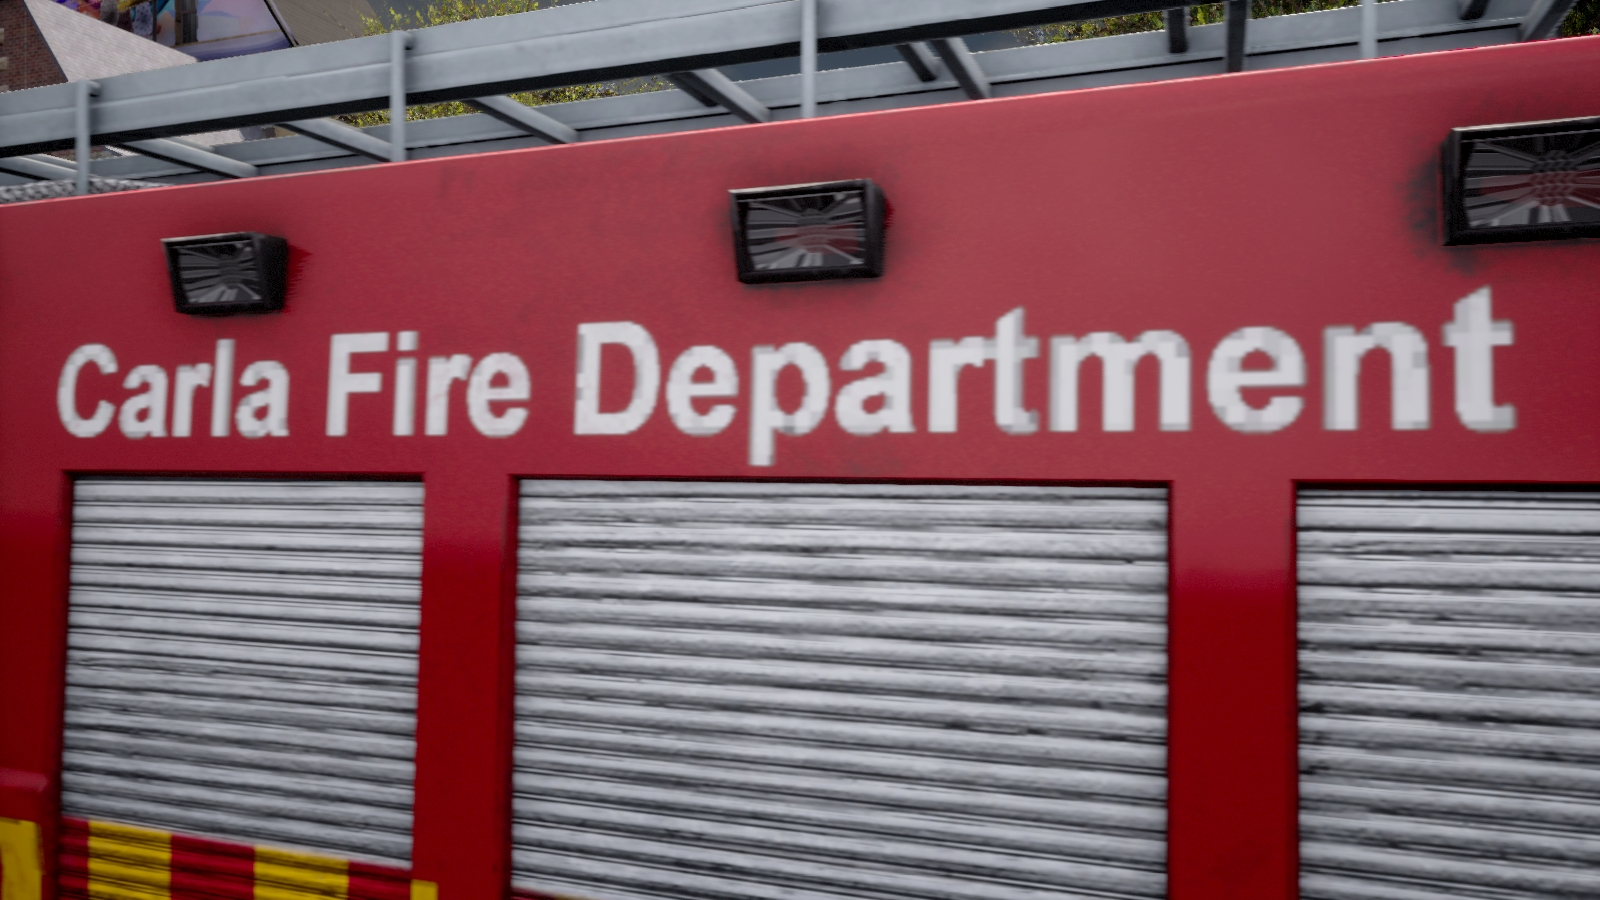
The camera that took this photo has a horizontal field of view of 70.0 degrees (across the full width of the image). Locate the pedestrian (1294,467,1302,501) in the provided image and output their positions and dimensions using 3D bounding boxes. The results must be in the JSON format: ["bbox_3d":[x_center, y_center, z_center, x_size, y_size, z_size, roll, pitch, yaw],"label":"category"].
[{"bbox_3d":[27.351,1.848,62.719,0.375,1.860,0.375,0,0,18],"label":"pedestrian"}]
